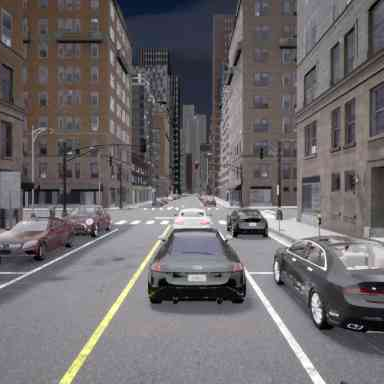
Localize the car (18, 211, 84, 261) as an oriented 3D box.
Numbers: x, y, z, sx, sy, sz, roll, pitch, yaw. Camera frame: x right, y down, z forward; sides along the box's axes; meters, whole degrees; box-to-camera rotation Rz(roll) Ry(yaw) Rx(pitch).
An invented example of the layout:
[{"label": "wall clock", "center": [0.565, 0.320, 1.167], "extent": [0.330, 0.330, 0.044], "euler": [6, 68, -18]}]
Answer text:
[{"label": "car", "center": [-5.661, 1.582, 12.227], "extent": [1.802, 1.307, 4.206], "euler": [0, 0, 0]}]

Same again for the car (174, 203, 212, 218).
[{"label": "car", "center": [0.047, 1.526, 16.943], "extent": [1.812, 1.442, 4.674], "euler": [0, 0, 1]}]

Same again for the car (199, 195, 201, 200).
[{"label": "car", "center": [2.959, 1.607, 65.629], "extent": [2.008, 1.369, 4.403], "euler": [0, 0, 0]}]

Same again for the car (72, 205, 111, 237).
[{"label": "car", "center": [-5.657, 1.441, 17.728], "extent": [1.967, 1.590, 4.097], "euler": [0, 0, 0]}]

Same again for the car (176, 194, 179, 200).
[{"label": "car", "center": [-5.498, 1.457, 92.691], "extent": [2.192, 1.841, 5.009], "euler": [0, 0, 0]}]

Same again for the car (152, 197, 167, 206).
[{"label": "car", "center": [-5.594, 1.618, 54.831], "extent": [1.802, 1.307, 4.206], "euler": [0, 0, 0]}]

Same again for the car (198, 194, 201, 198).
[{"label": "car", "center": [2.986, 1.524, 76.447], "extent": [1.967, 1.590, 4.097], "euler": [0, 0, 0]}]

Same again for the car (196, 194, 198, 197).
[{"label": "car", "center": [3.026, 1.457, 92.675], "extent": [2.192, 1.841, 5.009], "euler": [0, 0, 0]}]

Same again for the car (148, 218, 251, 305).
[{"label": "car", "center": [0.088, 1.564, 8.184], "extent": [1.994, 1.385, 4.181], "euler": [0, 0, 0]}]

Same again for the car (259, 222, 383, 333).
[{"label": "car", "center": [2.860, 1.551, 6.719], "extent": [2.008, 1.369, 4.403], "euler": [0, 0, 0]}]

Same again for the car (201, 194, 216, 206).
[{"label": "car", "center": [2.930, 1.476, 54.812], "extent": [1.967, 1.590, 4.097], "euler": [0, 0, 0]}]

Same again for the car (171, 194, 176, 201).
[{"label": "car", "center": [-5.525, 1.626, 81.703], "extent": [1.752, 1.417, 4.829], "euler": [0, 0, 0]}]

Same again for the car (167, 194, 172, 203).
[{"label": "car", "center": [-5.566, 1.607, 65.648], "extent": [2.008, 1.369, 4.403], "euler": [0, 0, 0]}]

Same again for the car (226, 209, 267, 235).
[{"label": "car", "center": [2.869, 1.567, 17.721], "extent": [1.947, 1.339, 4.313], "euler": [0, 0, 0]}]

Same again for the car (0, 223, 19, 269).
[{"label": "car", "center": [-5.665, 1.566, 6.725], "extent": [1.947, 1.339, 4.313], "euler": [0, 0, 0]}]
